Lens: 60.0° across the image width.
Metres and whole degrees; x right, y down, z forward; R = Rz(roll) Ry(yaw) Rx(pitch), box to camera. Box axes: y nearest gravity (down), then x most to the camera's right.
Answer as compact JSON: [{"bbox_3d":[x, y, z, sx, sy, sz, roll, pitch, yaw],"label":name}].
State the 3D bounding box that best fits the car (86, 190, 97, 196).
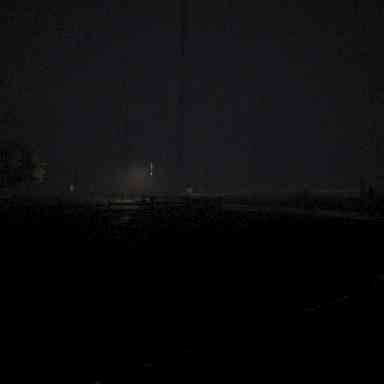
[{"bbox_3d":[-26.486,0.210,87.681,1.837,1.490,4.892,-1,1,-35],"label":"car"}]
